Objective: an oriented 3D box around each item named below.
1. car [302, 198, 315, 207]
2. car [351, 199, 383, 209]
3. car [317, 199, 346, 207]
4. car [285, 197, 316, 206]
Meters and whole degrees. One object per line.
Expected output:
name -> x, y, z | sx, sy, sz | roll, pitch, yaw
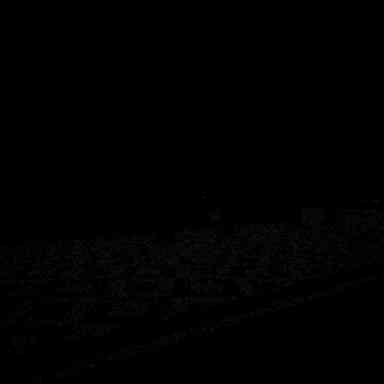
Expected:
car -> 14.755, 1.449, 46.905 | 1.887, 1.381, 4.507 | 2, -1, -36
car -> 24.880, 1.699, 47.396 | 1.802, 1.307, 4.206 | 2, -1, -36
car -> 21.689, 1.686, 51.858 | 1.947, 1.339, 4.313 | 2, -1, -36
car -> 18.399, 1.649, 56.460 | 1.752, 1.417, 4.829 | 2, -1, -36
